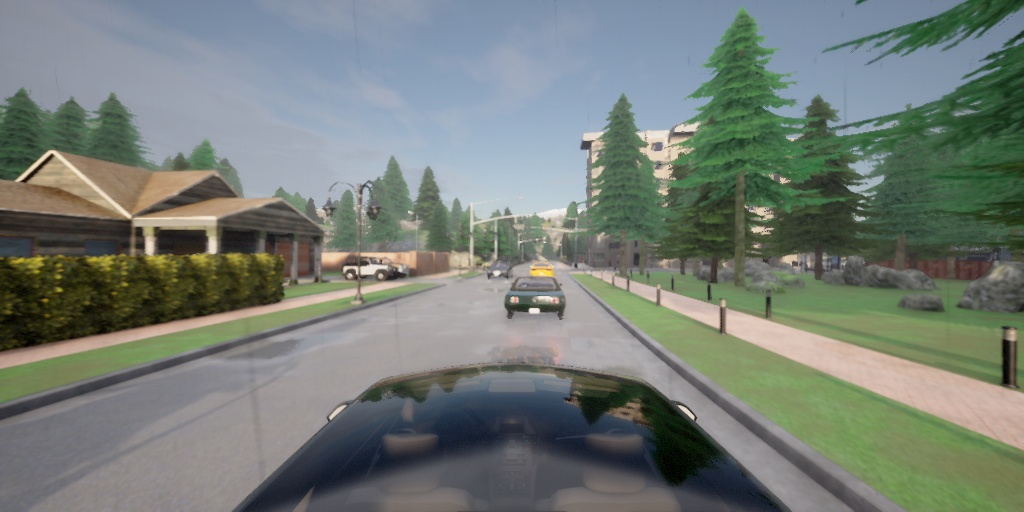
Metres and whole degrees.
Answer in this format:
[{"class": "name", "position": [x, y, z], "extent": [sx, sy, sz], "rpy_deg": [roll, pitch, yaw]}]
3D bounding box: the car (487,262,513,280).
[{"class": "car", "position": [-0.997, 1.254, 31.712], "extent": [2.128, 1.511, 4.902], "rpy_deg": [0, 0, 6]}]

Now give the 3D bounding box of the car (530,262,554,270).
[{"class": "car", "position": [2.523, 1.250, 30.318], "extent": [1.882, 1.535, 5.008], "rpy_deg": [0, 0, 6]}]

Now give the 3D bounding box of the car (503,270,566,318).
[{"class": "car", "position": [0.870, 1.360, 12.965], "extent": [1.895, 1.301, 4.718], "rpy_deg": [0, 0, 5]}]
